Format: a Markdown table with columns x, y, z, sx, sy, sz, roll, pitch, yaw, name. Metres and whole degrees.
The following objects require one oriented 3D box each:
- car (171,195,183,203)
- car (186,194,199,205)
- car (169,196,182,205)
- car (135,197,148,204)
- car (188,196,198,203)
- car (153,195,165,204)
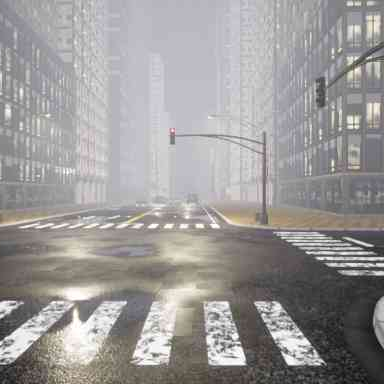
| x | y | z | sx | sy | sz | roll | pitch | yaw | name |
| --- | --- | --- | --- | --- | --- | --- | --- | --- | --- |
| -3.110 | 1.495 | 70.178 | 2.128 | 1.511 | 4.902 | 0 | 0 | 0 | car |
| 0.120 | 1.322 | 60.201 | 2.150 | 2.045 | 5.566 | 0 | 0 | 0 | car |
| -3.130 | 1.702 | 60.206 | 1.895 | 1.301 | 4.718 | 0 | 0 | 0 | car |
| -9.622 | 1.663 | 64.357 | 2.033 | 1.411 | 5.357 | 0 | 0 | 0 | car |
| 0.141 | 1.540 | 70.588 | 1.994 | 1.385 | 4.181 | 0 | 0 | 0 | car |
| -6.372 | 1.468 | 64.382 | 2.097 | 1.767 | 4.553 | 0 | 0 | 0 | car |
